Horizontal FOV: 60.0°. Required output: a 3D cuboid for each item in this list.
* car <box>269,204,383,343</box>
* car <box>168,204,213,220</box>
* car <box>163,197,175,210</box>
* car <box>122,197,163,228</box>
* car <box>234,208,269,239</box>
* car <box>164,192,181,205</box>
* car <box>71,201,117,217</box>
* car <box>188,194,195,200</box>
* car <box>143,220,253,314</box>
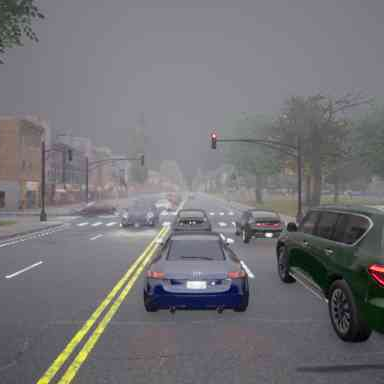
[{"bbox_3d":[3.313,1.235,6.600,2.150,2.045,5.566,0,0,0],"label":"car"},{"bbox_3d":[0.006,1.581,16.633,1.837,1.490,4.892,0,0,1],"label":"car"},{"bbox_3d":[-3.436,1.648,40.888,1.812,1.442,4.674,0,0,0],"label":"car"},{"bbox_3d":[-3.395,1.465,22.801,2.097,1.767,4.553,0,0,0],"label":"car"},{"bbox_3d":[3.260,1.580,16.462,1.837,1.490,4.892,0,0,0],"label":"car"},{"bbox_3d":[-3.459,1.237,56.496,2.150,2.045,5.566,0,1,0],"label":"car"},{"bbox_3d":[-9.766,1.684,33.376,1.812,1.442,4.674,1,1,43],"label":"car"},{"bbox_3d":[-0.179,1.302,84.357,2.128,1.511,4.902,0,0,0],"label":"car"},{"bbox_3d":[0.064,1.583,7.746,1.994,1.385,4.181,0,0,0],"label":"car"}]
